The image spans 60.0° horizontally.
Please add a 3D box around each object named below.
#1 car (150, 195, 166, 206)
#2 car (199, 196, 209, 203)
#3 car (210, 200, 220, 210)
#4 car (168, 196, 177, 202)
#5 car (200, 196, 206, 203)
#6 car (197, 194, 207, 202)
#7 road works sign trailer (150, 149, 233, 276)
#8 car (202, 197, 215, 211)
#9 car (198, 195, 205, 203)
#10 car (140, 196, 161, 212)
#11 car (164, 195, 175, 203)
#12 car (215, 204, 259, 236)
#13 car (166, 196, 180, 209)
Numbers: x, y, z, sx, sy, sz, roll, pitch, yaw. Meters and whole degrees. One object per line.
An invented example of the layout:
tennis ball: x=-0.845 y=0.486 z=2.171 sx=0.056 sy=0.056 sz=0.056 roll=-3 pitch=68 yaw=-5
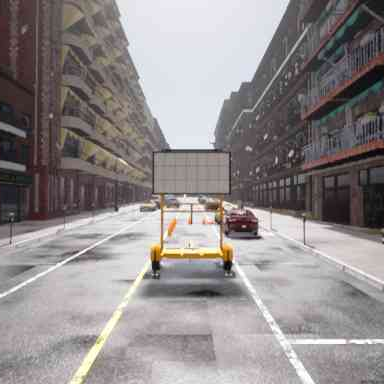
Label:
car: x=-5.299 y=1.417 z=46.412 sx=2.192 sy=1.841 sz=5.009 roll=2 pitch=0 yaw=0
car: x=2.579 y=1.654 z=74.004 sx=1.967 sy=1.590 sz=4.097 roll=1 pitch=0 yaw=0
car: x=2.581 y=1.564 z=24.398 sx=1.752 sy=1.417 sz=4.829 roll=1 pitch=0 yaw=0
car: x=-5.315 y=1.864 z=90.654 sx=1.947 sy=1.339 sz=4.313 roll=1 pitch=0 yaw=0
car: x=2.575 y=1.652 z=46.350 sx=2.008 sy=1.369 sz=4.403 roll=1 pitch=0 yaw=0
car: x=2.538 y=1.583 z=85.066 sx=2.192 sy=1.841 sz=5.009 roll=1 pitch=0 yaw=0
road works sign trailer: x=-0.012 y=0.477 z=10.368 sx=2.380 sy=3.560 sz=2.880 roll=0 pitch=0 yaw=0
car: x=2.576 y=1.629 z=40.818 sx=1.887 sy=1.381 sz=4.507 roll=1 pitch=0 yaw=0
car: x=2.572 y=1.708 z=62.942 sx=1.887 sy=1.381 sz=4.507 roll=1 pitch=0 yaw=0
car: x=-5.303 y=1.609 z=40.710 sx=1.752 sy=1.417 sz=4.829 roll=2 pitch=0 yaw=0
car: x=-5.306 y=1.556 z=79.593 sx=2.192 sy=1.841 sz=5.009 roll=1 pitch=0 yaw=0
car: x=2.581 y=1.572 z=18.696 sx=1.887 sy=1.381 sz=4.507 roll=1 pitch=0 yaw=0
car: x=-2.759 y=1.633 z=48.301 sx=1.812 sy=1.442 sz=4.674 roll=0 pitch=0 yaw=0
